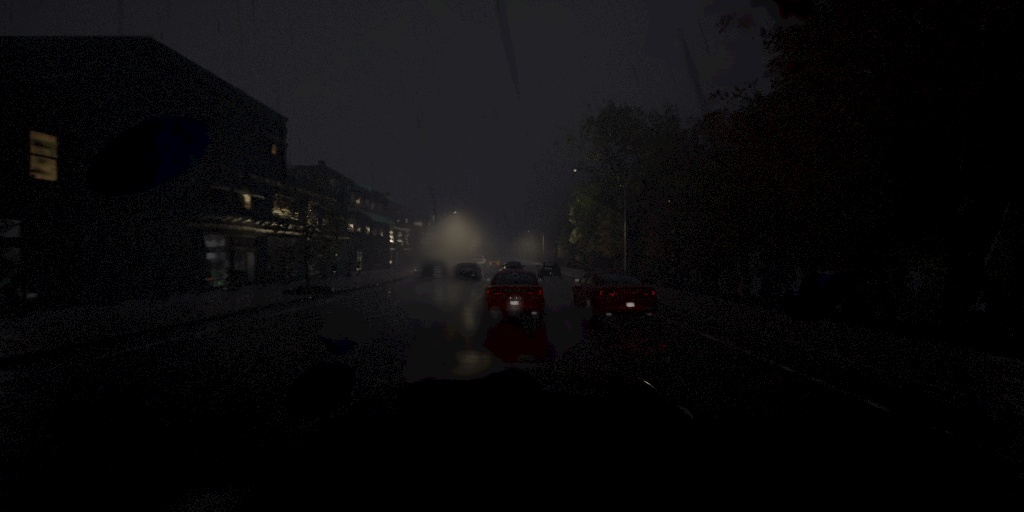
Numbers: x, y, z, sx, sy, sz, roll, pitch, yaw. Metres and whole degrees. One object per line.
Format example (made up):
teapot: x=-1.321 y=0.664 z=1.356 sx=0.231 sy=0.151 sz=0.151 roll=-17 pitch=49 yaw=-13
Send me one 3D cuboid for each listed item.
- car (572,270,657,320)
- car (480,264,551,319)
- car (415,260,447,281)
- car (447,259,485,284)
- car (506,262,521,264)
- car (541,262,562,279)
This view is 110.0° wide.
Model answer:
car: x=3.346 y=1.227 z=12.605 sx=1.882 sy=1.535 sz=5.008 roll=0 pitch=0 yaw=0
car: x=0.097 y=1.227 z=12.811 sx=1.882 sy=1.535 sz=5.008 roll=0 pitch=0 yaw=0
car: x=-6.603 y=1.100 z=30.137 sx=2.097 sy=1.767 sz=4.553 roll=0 pitch=0 yaw=0
car: x=-3.355 y=1.226 z=27.022 sx=1.882 sy=1.535 sz=5.008 roll=0 pitch=0 yaw=0
car: x=0.092 y=1.252 z=32.672 sx=1.837 sy=1.490 sz=4.892 roll=0 pitch=0 yaw=0
car: x=3.342 y=1.239 z=32.328 sx=2.128 sy=1.511 sz=4.902 roll=0 pitch=0 yaw=0
